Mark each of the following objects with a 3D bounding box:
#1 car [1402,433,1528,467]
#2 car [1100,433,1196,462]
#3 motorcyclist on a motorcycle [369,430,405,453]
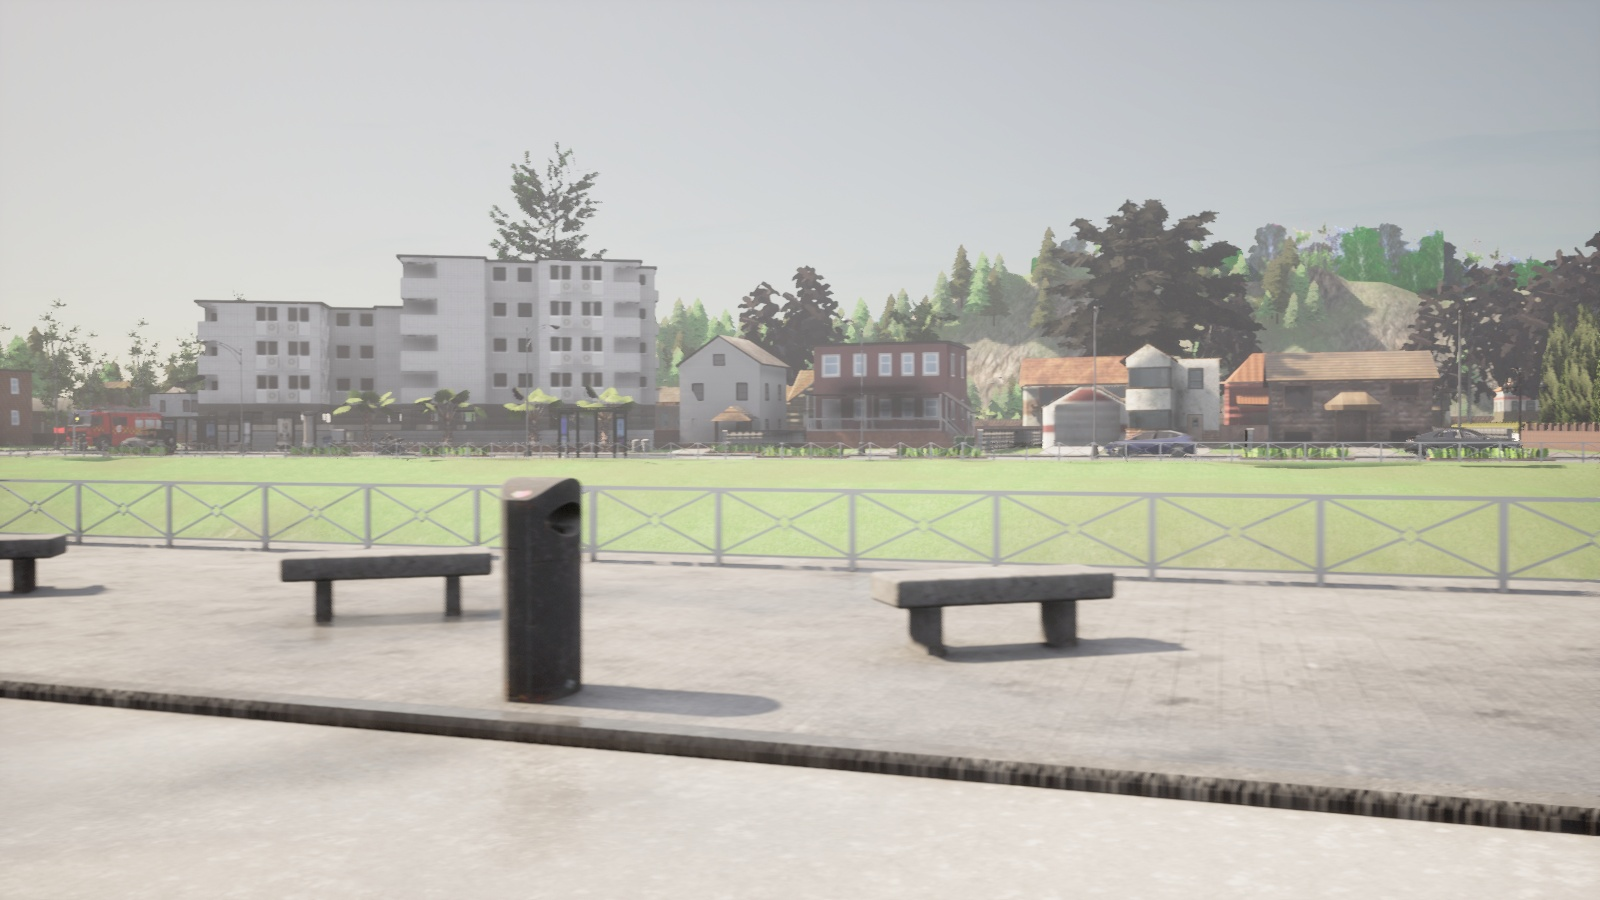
[{"bbox_3d":[30.850,-0.037,58.425,4.902,1.511,2.128,1,1,19],"label":"car"},{"bbox_3d":[18.502,-0.174,66.804,4.792,1.488,2.163,1,1,19],"label":"car"},{"bbox_3d":[-27.000,-0.555,82.124,2.191,1.530,0.866,1,1,19],"label":"motorcyclist on a motorcycle"}]
